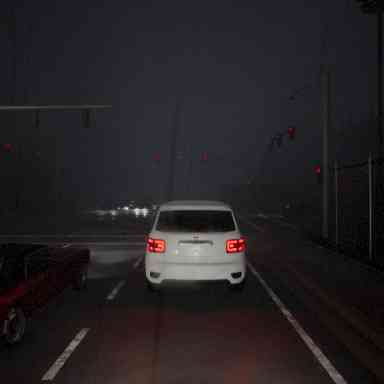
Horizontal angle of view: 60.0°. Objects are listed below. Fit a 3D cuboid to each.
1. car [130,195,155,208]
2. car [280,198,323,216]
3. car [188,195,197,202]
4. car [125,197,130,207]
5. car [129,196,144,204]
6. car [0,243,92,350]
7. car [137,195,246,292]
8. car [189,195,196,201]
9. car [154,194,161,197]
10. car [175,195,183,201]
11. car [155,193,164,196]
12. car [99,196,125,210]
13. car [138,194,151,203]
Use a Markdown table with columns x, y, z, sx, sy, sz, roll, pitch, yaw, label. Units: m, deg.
| x | y | z | sx | sy | sz | roll | pitch | yaw | label |
| --- | --- | --- | --- | --- | --- | --- | --- | --- | --- |
| -6.998 | 1.508 | 47.541 | 2.128 | 1.511 | 4.902 | 0 | 0 | 0 | car |
| 11.014 | 1.418 | 32.673 | 4.553 | 1.767 | 2.097 | 0 | 0 | 0 | car |
| 0.152 | 1.548 | 75.745 | 2.128 | 1.511 | 4.902 | 0 | 0 | 0 | car |
| -10.489 | 1.509 | 52.796 | 2.128 | 1.511 | 4.902 | 0 | 0 | 0 | car |
| -10.431 | 1.512 | 62.892 | 2.128 | 1.511 | 4.902 | 0 | 0 | 1 | car |
| -3.431 | 1.603 | 6.168 | 1.895 | 1.301 | 4.718 | 0 | 0 | 1 | car |
| 0.090 | 1.224 | 9.091 | 2.150 | 2.045 | 5.566 | 0 | 0 | 0 | car |
| 0.167 | 1.552 | 86.147 | 1.812 | 1.442 | 4.674 | 0 | 0 | 0 | car |
| -6.967 | 1.544 | 57.506 | 1.812 | 1.442 | 4.674 | 0 | 0 | 0 | car |
| -3.333 | 1.568 | 86.031 | 2.033 | 1.411 | 5.357 | 0 | 0 | 0 | car |
| -6.867 | 1.244 | 68.950 | 2.150 | 2.045 | 5.566 | 0 | 0 | 0 | car |
| -10.513 | 1.365 | 42.993 | 2.097 | 1.767 | 4.553 | 0 | 0 | 0 | car |
| -10.358 | 1.378 | 73.182 | 2.097 | 1.767 | 4.553 | 0 | 0 | 0 | car |
